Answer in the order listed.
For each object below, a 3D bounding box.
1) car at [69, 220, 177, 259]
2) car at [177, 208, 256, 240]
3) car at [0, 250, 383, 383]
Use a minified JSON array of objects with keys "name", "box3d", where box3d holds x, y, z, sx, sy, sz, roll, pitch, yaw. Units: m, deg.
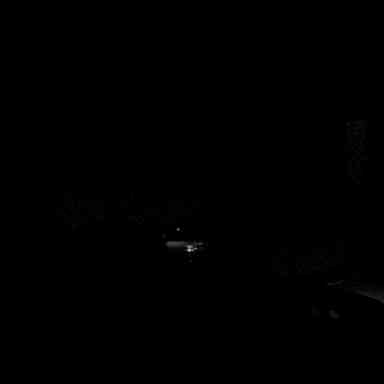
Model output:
[{"name":"car","box3d":[-2.852,1.604,10.557,4.181,1.385,1.994,1,0,-36]},{"name":"car","box3d":[1.295,1.626,17.816,4.892,1.490,1.837,1,0,-36]},{"name":"car","box3d":[0.220,1.572,3.898,5.357,1.411,2.033,1,0,-36]}]
